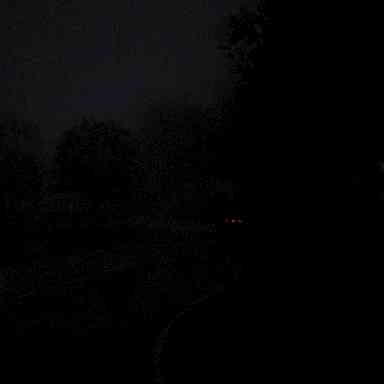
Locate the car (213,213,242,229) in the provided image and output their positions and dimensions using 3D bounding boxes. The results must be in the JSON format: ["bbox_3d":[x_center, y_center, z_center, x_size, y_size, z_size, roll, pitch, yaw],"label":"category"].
[{"bbox_3d":[3.376,2.755,32.294,2.033,1.411,5.357,1,-2,-8],"label":"car"}]
